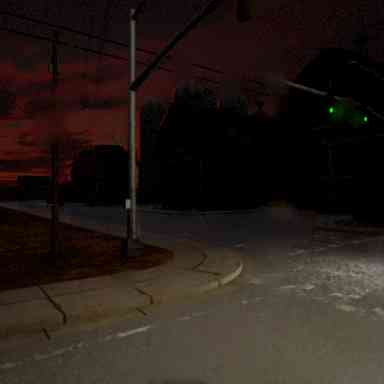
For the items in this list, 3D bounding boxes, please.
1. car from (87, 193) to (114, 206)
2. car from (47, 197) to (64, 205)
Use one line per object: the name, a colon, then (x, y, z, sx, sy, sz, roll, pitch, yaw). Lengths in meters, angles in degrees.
car: (-13.807, 1.117, 50.592, 3.866, 1.878, 1.905, -2, 5, 11)
car: (-23.339, 1.537, 56.662, 1.994, 1.385, 4.181, 0, 0, -36)
